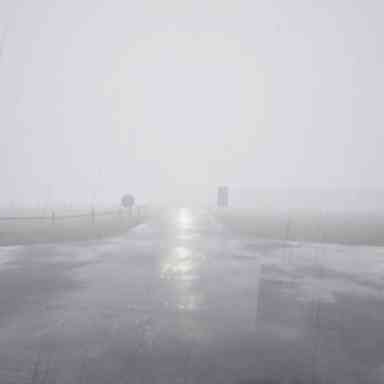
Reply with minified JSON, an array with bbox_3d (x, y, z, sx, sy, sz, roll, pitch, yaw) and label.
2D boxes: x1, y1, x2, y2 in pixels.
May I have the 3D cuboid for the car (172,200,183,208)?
[{"bbox_3d":[-2.660,2.281,62.066,1.812,1.442,4.674,0,-1,-2],"label":"car"}]
